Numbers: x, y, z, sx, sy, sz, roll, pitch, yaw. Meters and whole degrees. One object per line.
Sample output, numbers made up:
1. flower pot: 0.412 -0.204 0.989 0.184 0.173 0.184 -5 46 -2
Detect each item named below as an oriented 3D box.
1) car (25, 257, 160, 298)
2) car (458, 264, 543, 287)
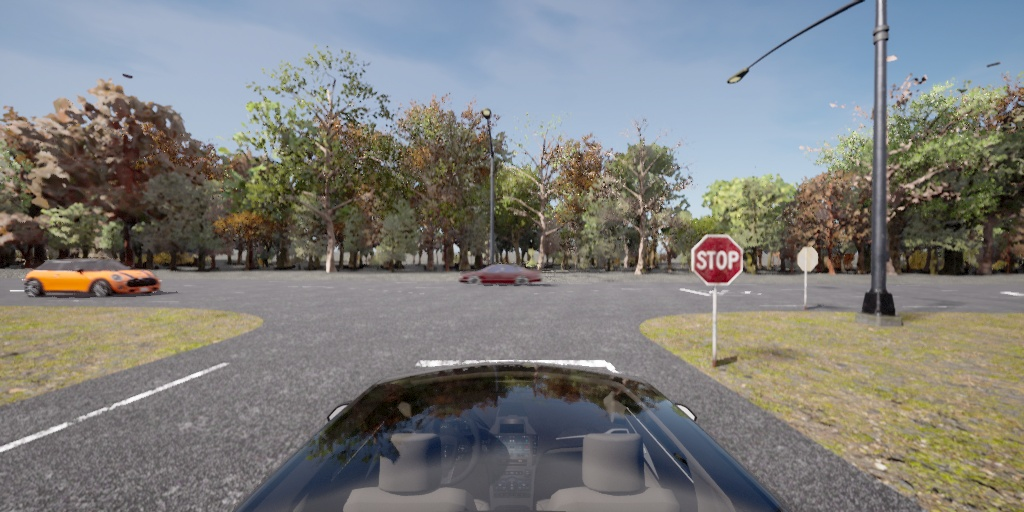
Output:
1. car: -19.121 0.934 16.504 4.553 1.767 2.097 0 0 1
2. car: -0.706 1.224 23.293 5.357 1.411 2.033 0 0 0
